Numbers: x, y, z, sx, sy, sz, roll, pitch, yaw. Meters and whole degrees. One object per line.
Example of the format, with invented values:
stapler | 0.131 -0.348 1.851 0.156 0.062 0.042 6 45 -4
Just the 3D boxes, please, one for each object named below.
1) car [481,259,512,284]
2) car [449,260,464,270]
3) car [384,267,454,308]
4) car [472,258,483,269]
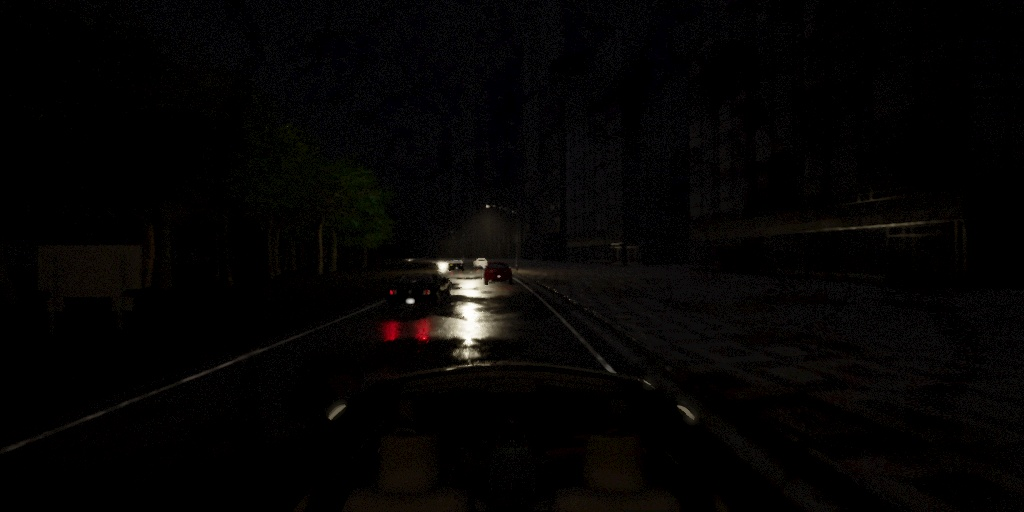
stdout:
car | -1.082 1.166 26.155 1.882 1.535 5.008 0 1 -5
car | -7.332 1.163 47.209 1.895 1.301 4.718 0 0 -10
car | -3.795 1.341 15.232 1.895 1.301 4.718 0 0 -3
car | -4.481 1.056 50.968 1.812 1.442 4.674 0 0 -10
